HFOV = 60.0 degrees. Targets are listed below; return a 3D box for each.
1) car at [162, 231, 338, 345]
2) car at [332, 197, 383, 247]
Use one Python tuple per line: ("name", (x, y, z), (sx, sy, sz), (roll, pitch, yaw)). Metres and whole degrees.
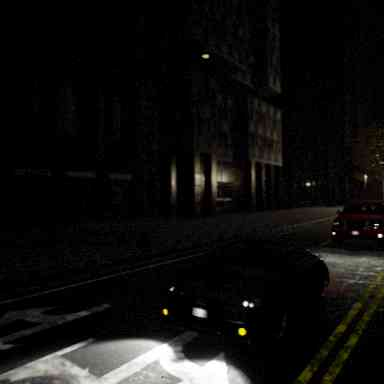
("car", (1.305, 1.679, 6.701), (1.994, 1.385, 4.181), (-2, -1, 37))
("car", (8.633, 1.419, 16.500), (2.150, 2.045, 5.566), (-2, -1, 36))
